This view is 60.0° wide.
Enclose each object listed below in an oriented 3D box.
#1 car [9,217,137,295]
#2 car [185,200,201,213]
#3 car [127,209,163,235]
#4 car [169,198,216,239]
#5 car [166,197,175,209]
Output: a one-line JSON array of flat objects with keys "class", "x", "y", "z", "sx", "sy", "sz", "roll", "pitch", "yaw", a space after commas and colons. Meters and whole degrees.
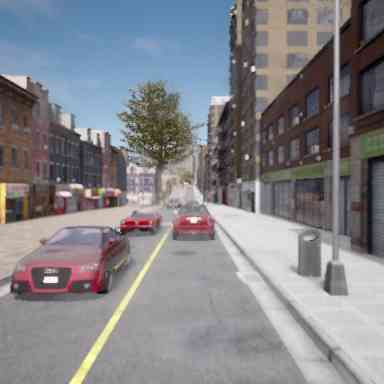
[{"class": "car", "x": -2.851, "y": 1.589, "z": 8.687, "sx": 1.994, "sy": 1.385, "sz": 4.181, "roll": 0, "pitch": 0, "yaw": 0}, {"class": "car", "x": 0.083, "y": 1.724, "z": 40.546, "sx": 1.837, "sy": 1.490, "sz": 4.892, "roll": 0, "pitch": -1, "yaw": 0}, {"class": "car", "x": -2.817, "y": 1.668, "z": 19.352, "sx": 1.895, "sy": 1.301, "sz": 4.718, "roll": 0, "pitch": 0, "yaw": 1}, {"class": "car", "x": 0.092, "y": 1.411, "z": 17.846, "sx": 2.097, "sy": 1.767, "sz": 4.553, "roll": 0, "pitch": 0, "yaw": 0}, {"class": "car", "x": -2.837, "y": 1.724, "z": 52.392, "sx": 2.097, "sy": 1.767, "sz": 4.553, "roll": 0, "pitch": -1, "yaw": 0}]
